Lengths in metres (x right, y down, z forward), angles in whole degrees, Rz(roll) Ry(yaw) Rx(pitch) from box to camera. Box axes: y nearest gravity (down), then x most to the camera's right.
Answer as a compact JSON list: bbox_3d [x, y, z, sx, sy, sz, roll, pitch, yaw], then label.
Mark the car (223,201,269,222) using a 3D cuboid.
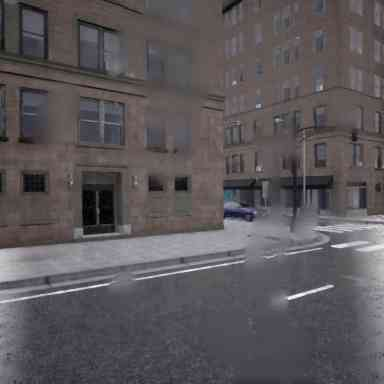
[{"bbox_3d":[3.821,1.457,25.919,1.812,1.442,4.674,-1,1,-38],"label":"car"}]
